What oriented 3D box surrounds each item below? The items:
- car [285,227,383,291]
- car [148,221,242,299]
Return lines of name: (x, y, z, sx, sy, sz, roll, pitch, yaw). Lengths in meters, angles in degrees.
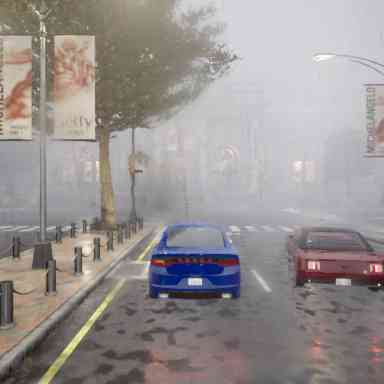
car: (3.669, 1.601, 9.143, 1.895, 1.301, 4.718, 0, 0, 13)
car: (0.063, 1.478, 8.512, 1.882, 1.535, 5.008, 0, 0, 0)
